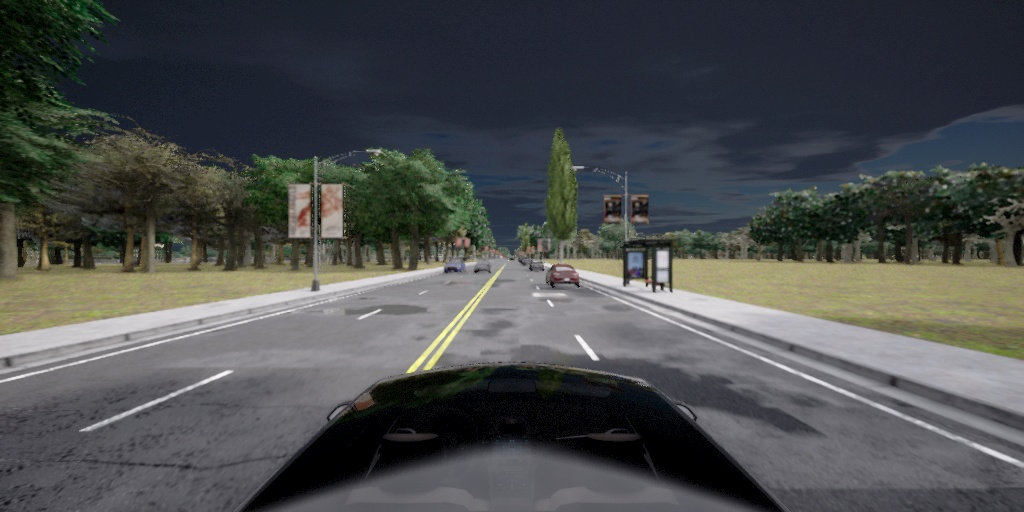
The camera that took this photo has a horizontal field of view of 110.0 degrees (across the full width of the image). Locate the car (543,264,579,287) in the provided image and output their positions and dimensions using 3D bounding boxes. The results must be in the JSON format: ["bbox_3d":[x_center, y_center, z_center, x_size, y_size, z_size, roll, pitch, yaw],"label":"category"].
[{"bbox_3d":[3.348,1.279,24.185,1.812,1.442,4.674,0,0,0],"label":"car"}]

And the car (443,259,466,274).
[{"bbox_3d":[-6.586,1.108,41.741,2.097,1.767,4.553,0,0,0],"label":"car"}]

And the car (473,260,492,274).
[{"bbox_3d":[-3.338,1.261,41.556,1.837,1.490,4.892,0,0,0],"label":"car"}]

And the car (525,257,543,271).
[{"bbox_3d":[3.347,1.249,49.669,2.128,1.511,4.902,0,0,0],"label":"car"}]
